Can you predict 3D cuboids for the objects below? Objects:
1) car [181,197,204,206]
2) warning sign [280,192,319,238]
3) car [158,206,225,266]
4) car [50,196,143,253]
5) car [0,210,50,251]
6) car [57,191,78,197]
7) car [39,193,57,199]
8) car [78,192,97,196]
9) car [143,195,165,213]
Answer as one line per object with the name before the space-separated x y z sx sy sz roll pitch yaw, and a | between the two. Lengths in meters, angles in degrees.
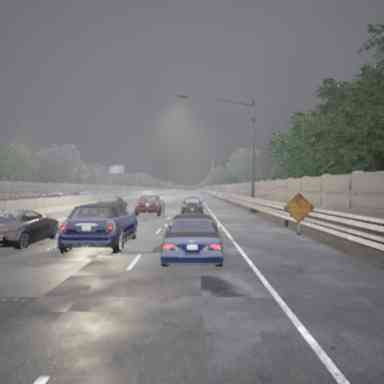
car | 0.049 1.182 28.897 1.812 1.442 4.674 0 1 1
warning sign | 4.538 0.949 14.139 1.300 1.860 1.060 -1 0 0
car | 0.019 1.419 10.971 2.033 1.411 5.357 0 1 0
car | -3.458 1.198 13.086 2.097 1.767 4.553 0 1 1
car | -6.955 1.408 13.375 1.994 1.385 4.181 0 1 1
car | -21.046 0.650 57.586 2.097 1.767 4.553 0 1 1
car | -24.537 0.900 57.486 1.895 1.301 4.718 0 1 1
car | -17.551 0.777 57.498 1.882 1.535 5.008 0 1 1
car | -3.459 1.018 28.081 2.097 1.767 4.553 0 1 1
